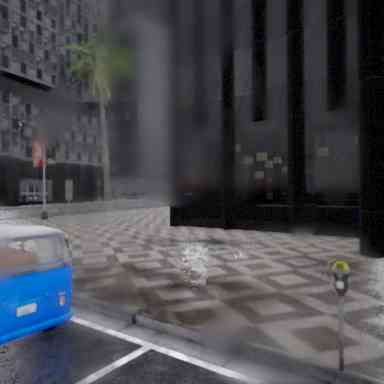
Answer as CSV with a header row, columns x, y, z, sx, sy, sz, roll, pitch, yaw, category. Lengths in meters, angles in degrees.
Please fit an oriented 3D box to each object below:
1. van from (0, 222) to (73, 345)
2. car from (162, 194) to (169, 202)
x,y,z,sx,sy,sz,roll,pitch,yaw,category
-3.780,1.400,5.657,3.998,1.788,1.690,-1,0,35,van
-3.554,0.984,61.891,2.128,1.511,4.902,-1,1,35,car
